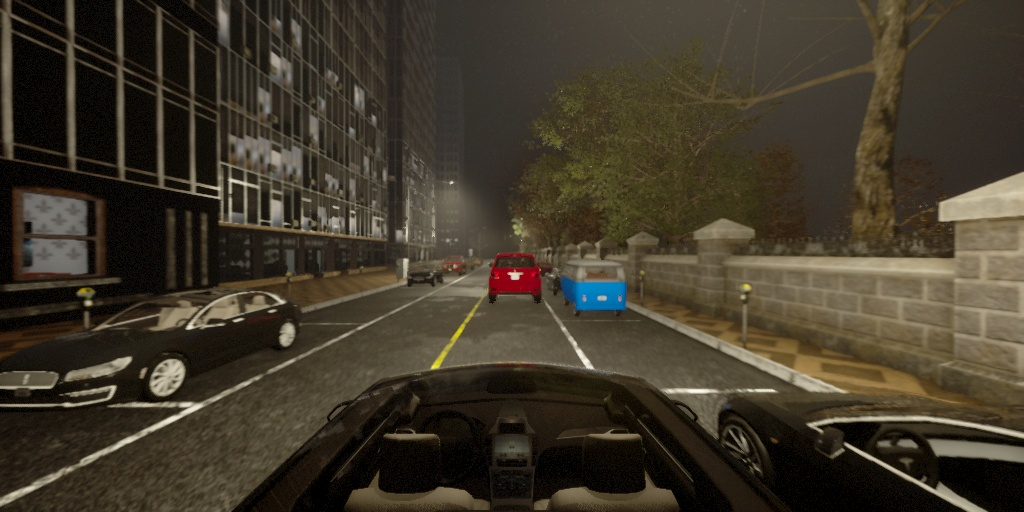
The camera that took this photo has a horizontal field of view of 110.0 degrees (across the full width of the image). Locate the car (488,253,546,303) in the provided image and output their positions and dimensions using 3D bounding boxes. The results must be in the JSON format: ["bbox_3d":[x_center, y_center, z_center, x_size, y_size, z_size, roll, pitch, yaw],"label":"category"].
[{"bbox_3d":[0.121,0.892,16.308,2.150,2.045,5.566,0,0,0],"label":"car"}]

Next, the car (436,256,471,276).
[{"bbox_3d":[-5.524,0.884,34.356,2.192,1.841,5.009,0,0,0],"label":"car"}]

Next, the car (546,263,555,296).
[{"bbox_3d":[2.732,1.211,18.314,2.007,1.370,4.403,0,0,0],"label":"car"}]

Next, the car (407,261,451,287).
[{"bbox_3d":[-5.449,1.183,23.077,2.007,1.370,4.403,0,0,0],"label":"car"}]

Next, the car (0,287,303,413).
[{"bbox_3d":[-5.455,1.275,6.181,2.007,1.370,4.403,0,0,0],"label":"car"}]

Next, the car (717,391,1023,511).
[{"bbox_3d":[2.710,1.318,1.447,1.948,1.339,4.313,0,0,0],"label":"car"}]

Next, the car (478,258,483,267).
[{"bbox_3d":[-5.868,0.963,56.759,1.751,1.417,4.829,0,0,-1],"label":"car"}]

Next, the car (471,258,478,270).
[{"bbox_3d":[-5.663,1.029,45.469,1.751,1.417,4.829,0,0,-1],"label":"car"}]

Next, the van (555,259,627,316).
[{"bbox_3d":[2.729,1.032,12.696,1.690,1.789,3.998,0,0,0],"label":"van"}]
